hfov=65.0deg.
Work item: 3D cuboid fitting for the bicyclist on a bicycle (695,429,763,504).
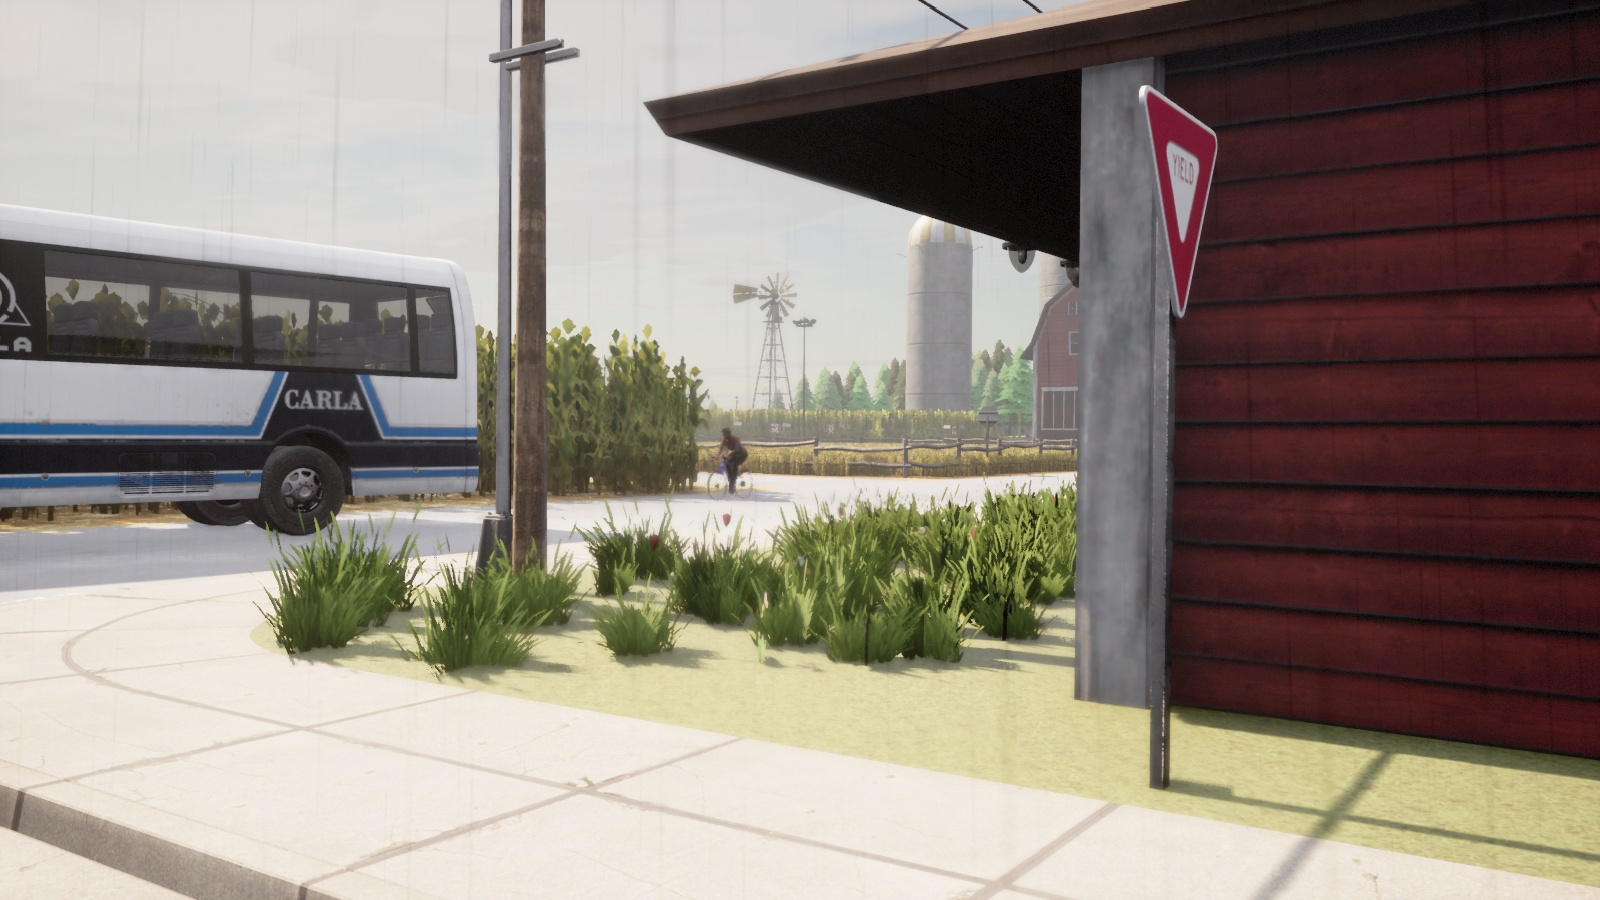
[{"bbox_3d":[-1.557,0.344,27.874,0.582,1.620,1.656,0,1,34],"label":"bicyclist on a bicycle"}]

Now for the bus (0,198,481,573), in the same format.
[{"bbox_3d":[-9.744,-0.756,16.508,3.944,4.253,10.273,0,1,41],"label":"bus"}]
